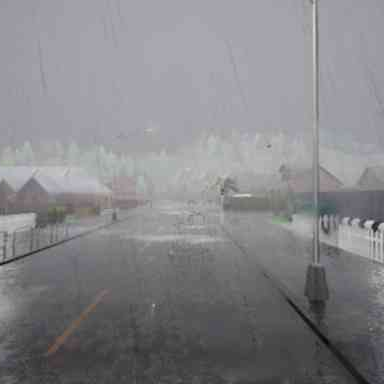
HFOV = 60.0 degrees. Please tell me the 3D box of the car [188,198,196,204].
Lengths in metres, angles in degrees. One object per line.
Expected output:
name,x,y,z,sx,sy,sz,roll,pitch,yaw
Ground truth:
car,-0.045,2.203,80.549,1.837,1.490,4.892,0,-1,0
